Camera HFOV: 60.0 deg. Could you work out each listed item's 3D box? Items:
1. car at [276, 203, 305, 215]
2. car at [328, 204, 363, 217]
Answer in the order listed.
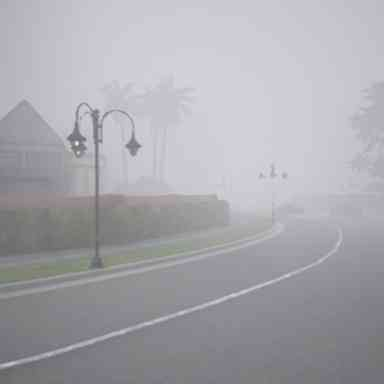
[{"bbox_3d":[11.961,2.024,40.426,1.994,1.385,4.181,0,-1,-12],"label":"car"},{"bbox_3d":[16.247,1.921,35.435,1.994,1.385,4.181,0,-1,-3],"label":"car"}]
